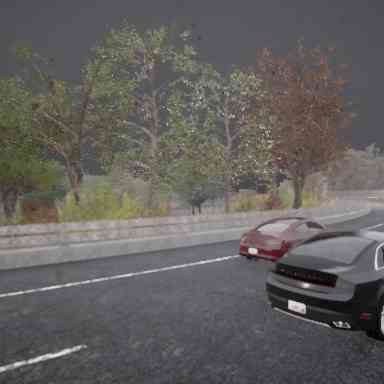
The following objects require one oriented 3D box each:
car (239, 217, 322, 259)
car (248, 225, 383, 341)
[{"bbox_3d":[3.529,1.571,11.276,4.674,1.442,1.812,0,0,-41],"label":"car"},{"bbox_3d":[3.495,1.531,6.653,4.892,1.490,1.837,0,0,-39],"label":"car"}]
